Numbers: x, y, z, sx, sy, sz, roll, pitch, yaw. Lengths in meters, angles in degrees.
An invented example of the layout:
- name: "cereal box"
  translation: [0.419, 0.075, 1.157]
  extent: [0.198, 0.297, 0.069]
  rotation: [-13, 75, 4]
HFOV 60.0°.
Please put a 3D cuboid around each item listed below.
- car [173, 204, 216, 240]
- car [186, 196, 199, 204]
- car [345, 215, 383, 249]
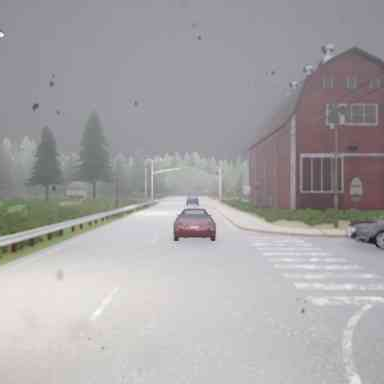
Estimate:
- name: "car"
  translation: [0.127, 1.513, 16.590]
  extent: [1.994, 1.385, 4.181]
  rotation: [0, 0, 0]
- name: "car"
  translation: [0.087, 1.322, 50.944]
  extent: [1.882, 1.535, 5.008]
  rotation: [0, 0, 0]
- name: "car"
  translation: [8.880, 1.450, 13.463]
  extent: [4.902, 1.511, 2.128]
  rotation: [0, 0, 3]
